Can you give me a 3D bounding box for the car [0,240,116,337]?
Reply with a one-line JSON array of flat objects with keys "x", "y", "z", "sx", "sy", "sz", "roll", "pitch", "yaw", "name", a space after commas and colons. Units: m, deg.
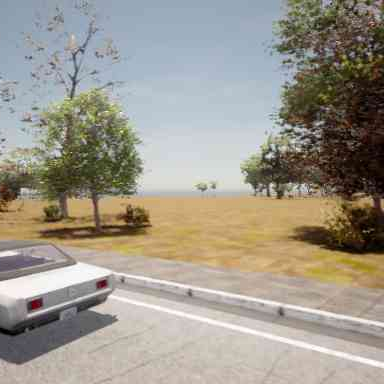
[{"x": -3.784, "y": 1.595, "z": 6.369, "sx": 4.718, "sy": 1.301, "sz": 1.895, "roll": 0, "pitch": 0, "yaw": 33, "name": "car"}]
